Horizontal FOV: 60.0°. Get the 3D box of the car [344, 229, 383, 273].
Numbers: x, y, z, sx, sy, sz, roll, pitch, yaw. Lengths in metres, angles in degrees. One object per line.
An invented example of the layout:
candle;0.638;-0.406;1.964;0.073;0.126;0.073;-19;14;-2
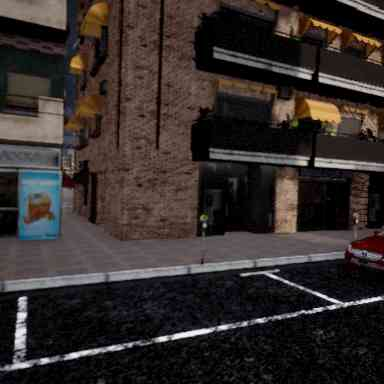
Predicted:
car;6.176;1.524;9.231;4.206;1.307;1.802;1;2;-26
